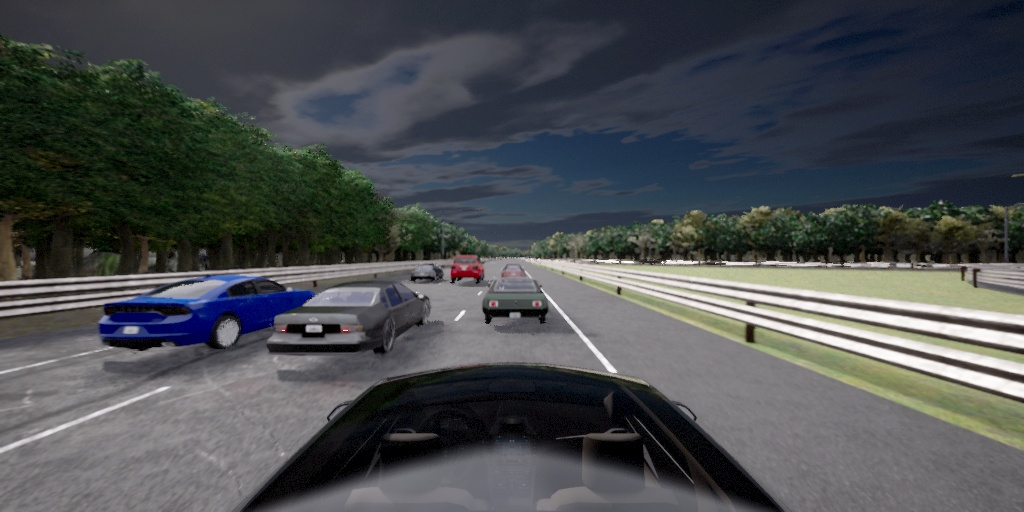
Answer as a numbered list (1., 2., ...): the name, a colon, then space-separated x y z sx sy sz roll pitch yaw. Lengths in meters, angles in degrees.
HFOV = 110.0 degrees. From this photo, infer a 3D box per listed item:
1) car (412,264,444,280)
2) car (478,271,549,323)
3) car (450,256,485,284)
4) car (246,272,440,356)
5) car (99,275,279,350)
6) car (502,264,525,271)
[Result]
1. car: -6.886 1.341 29.493 1.994 1.385 4.181 0 0 0
2. car: 0.101 1.358 12.161 1.895 1.301 4.718 0 0 0
3. car: -3.383 0.994 27.883 2.150 2.045 5.566 0 0 0
4. car: -3.409 1.302 8.703 2.033 1.411 5.357 0 0 0
5. car: -6.919 1.218 8.997 1.882 1.535 5.008 0 0 0
6. car: 0.116 1.341 29.451 1.994 1.385 4.181 0 0 0
